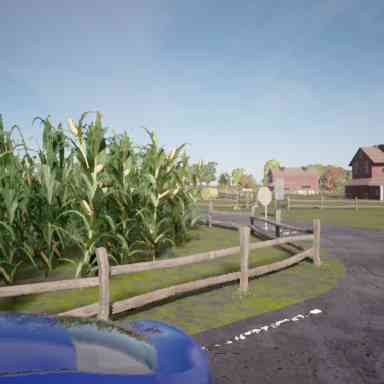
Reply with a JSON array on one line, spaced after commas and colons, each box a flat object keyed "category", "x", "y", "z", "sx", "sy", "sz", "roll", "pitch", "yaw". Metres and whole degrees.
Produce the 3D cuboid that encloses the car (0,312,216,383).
[{"category": "car", "x": -1.876, "y": 1.527, "z": 1.578, "sx": 4.674, "sy": 1.442, "sz": 1.812, "roll": 0, "pitch": 0, "yaw": -35}]
